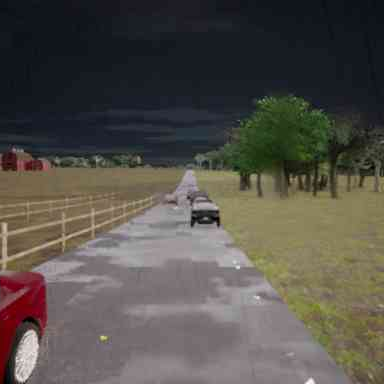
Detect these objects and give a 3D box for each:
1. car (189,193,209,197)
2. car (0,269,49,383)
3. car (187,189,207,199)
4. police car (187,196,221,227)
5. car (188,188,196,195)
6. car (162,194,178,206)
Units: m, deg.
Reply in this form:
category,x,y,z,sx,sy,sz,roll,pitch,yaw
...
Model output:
category,x,y,z,sx,sy,sz,roll,pitch,yaw
car,0.824,1.221,32.313,1.801,1.575,5.366,0,1,0
car,-2.850,1.474,2.430,1.882,1.535,5.008,0,0,0
car,0.824,0.866,38.145,2.150,2.045,5.566,0,1,0
police car,0.825,1.338,22.237,1.930,1.638,5.238,0,1,0
car,-0.002,-0.052,72.727,1.895,1.301,4.718,0,3,0
car,-2.836,0.975,43.831,1.882,1.535,5.008,0,1,0
